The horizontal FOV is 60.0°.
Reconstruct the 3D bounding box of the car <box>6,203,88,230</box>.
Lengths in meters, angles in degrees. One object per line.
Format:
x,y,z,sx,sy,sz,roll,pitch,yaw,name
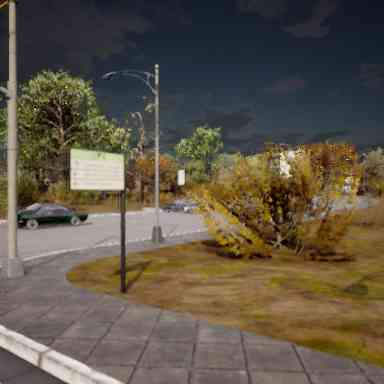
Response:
-9.296,1.634,21.679,1.895,1.301,4.718,0,0,38,car

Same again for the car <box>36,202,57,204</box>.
-11.177,1.516,24.956,1.882,1.535,5.008,0,0,39,car

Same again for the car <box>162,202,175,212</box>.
-0.985,1.542,37.690,2.033,1.411,5.357,0,0,39,car

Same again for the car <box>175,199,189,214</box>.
0.934,1.489,34.487,2.128,1.511,4.902,0,0,39,car
